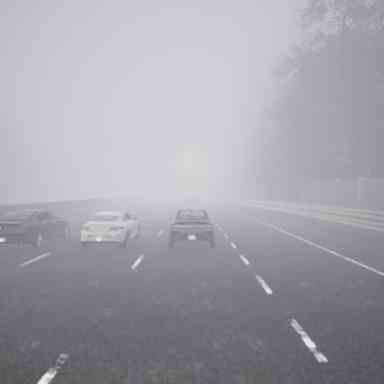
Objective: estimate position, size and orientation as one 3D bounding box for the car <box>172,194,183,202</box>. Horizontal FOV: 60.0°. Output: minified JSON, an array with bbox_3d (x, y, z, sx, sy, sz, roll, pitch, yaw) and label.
[{"bbox_3d":[-3.495,1.661,74.411,1.895,1.301,4.718,0,0,0],"label":"car"}]

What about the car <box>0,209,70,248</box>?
[{"bbox_3d":[-6.998,1.520,14.705,1.837,1.490,4.892,0,0,0],"label":"car"}]

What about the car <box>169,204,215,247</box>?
[{"bbox_3d":[-0.004,1.505,14.981,2.128,1.511,4.902,0,0,0],"label":"car"}]

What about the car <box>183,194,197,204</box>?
[{"bbox_3d":[0.004,1.542,58.085,2.128,1.511,4.902,0,0,0],"label":"car"}]

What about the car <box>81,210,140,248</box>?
[{"bbox_3d":[-3.503,1.539,14.805,1.812,1.442,4.674,0,0,0],"label":"car"}]
